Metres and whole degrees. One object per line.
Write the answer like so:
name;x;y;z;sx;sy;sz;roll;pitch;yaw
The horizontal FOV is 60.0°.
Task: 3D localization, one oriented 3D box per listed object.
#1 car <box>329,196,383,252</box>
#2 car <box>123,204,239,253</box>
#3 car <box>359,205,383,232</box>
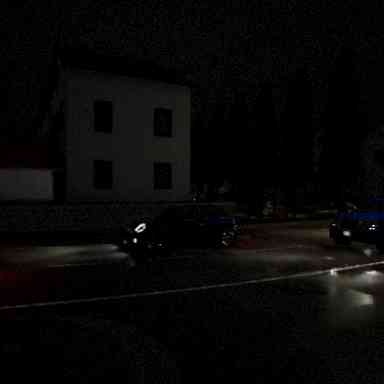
car;8.271;1.206;13.818;5.566;2.045;2.150;0;0;-28
car;-0.457;1.311;13.506;4.553;1.767;2.097;0;0;-24
car;12.810;1.528;20.219;5.357;1.411;2.033;0;0;-28
